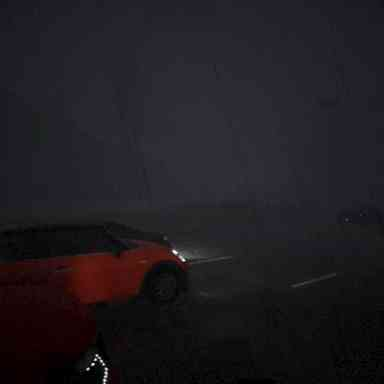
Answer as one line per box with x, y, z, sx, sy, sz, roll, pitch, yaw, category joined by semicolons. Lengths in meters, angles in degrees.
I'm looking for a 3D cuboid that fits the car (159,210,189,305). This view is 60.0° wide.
-2.270;1.357;6.560;4.553;1.767;2.097;0;0;-36;car

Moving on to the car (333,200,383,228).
11.292;1.514;22.116;4.674;1.442;1.812;0;0;-42;car

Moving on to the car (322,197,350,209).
20.020;1.474;46.130;2.128;1.511;4.902;0;0;41;car

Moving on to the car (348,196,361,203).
34.940;1.517;71.586;1.994;1.385;4.181;0;0;33;car

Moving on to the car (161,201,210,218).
-0.563;1.572;30.587;4.181;1.385;1.994;0;0;-41;car

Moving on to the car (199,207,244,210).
3.158;1.507;29.186;4.892;1.490;1.837;0;0;-42;car

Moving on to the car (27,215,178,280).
-2.750;1.571;10.563;4.181;1.385;1.994;0;0;-37;car

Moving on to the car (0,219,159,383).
-3.136;1.228;1.577;5.566;2.045;2.150;0;0;-35;car

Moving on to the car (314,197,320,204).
18.078;1.492;49.211;1.837;1.490;4.892;0;-1;41;car
